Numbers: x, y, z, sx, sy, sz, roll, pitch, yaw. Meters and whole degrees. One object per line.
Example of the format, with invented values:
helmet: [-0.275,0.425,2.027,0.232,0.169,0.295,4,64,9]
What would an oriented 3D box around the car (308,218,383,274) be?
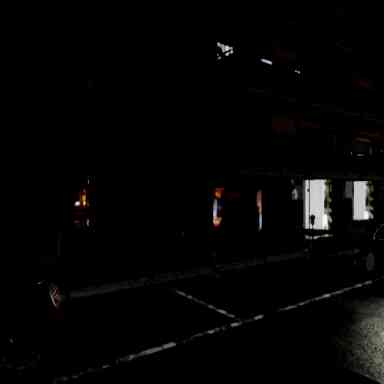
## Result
car: [5.440,1.542,10.451,4.403,1.369,2.008,0,0,-36]

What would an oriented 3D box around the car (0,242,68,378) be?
car: [-3.751,1.441,3.883,4.097,1.590,1.967,0,0,-36]
